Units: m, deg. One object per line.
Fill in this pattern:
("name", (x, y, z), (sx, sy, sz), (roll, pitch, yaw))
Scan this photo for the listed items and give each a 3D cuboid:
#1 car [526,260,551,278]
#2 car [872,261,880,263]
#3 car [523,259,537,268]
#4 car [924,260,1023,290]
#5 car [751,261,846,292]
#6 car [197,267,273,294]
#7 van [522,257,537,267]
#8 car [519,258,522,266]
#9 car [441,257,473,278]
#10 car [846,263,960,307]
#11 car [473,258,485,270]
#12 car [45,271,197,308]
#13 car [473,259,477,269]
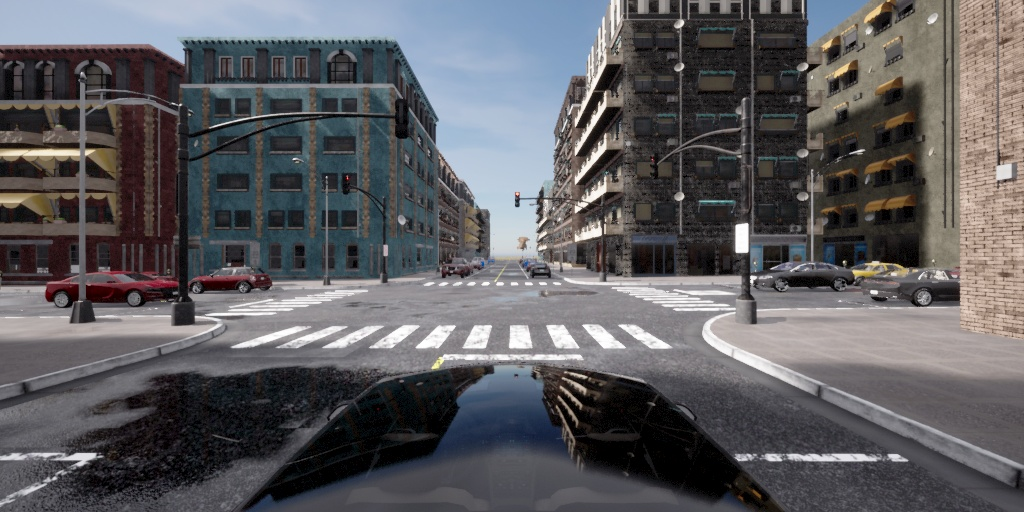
("car", (2.634, 1.311, 33.609), (1.948, 1.339, 4.313), (0, 0, 0))
("car", (21.174, 1.000, 21.114), (4.829, 1.417, 1.751), (0, 0, 1))
("car", (2.659, 1.323, 44.713), (1.802, 1.307, 4.207), (0, 0, 0))
("car", (24.795, 0.953, 18.614), (4.674, 1.442, 1.812), (-1, 0, 0))
("car", (14.927, 1.041, 18.713), (4.902, 1.511, 2.128), (-1, 0, 1))
("car", (-16.864, 1.388, 21.500), (4.097, 1.591, 1.967), (0, 0, 1))
("van", (2.671, 1.079, 50.265), (1.690, 1.789, 3.998), (0, 0, 0))
("car", (2.696, 1.171, 61.369), (1.967, 1.591, 4.097), (0, 0, 0))
("car", (-5.247, 1.060, 33.626), (2.192, 1.841, 5.009), (0, 0, 0))
("car", (15.626, 1.082, 13.288), (4.403, 1.370, 2.007), (0, 0, 1))
("car", (-5.209, 1.283, 50.282), (1.888, 1.381, 4.507), (0, 0, 0))
("car", (-17.619, 1.426, 16.088), (5.008, 1.535, 1.882), (-1, 0, 0))
("car", (-5.234, 1.289, 39.178), (1.888, 1.381, 4.507), (0, 0, 0))
